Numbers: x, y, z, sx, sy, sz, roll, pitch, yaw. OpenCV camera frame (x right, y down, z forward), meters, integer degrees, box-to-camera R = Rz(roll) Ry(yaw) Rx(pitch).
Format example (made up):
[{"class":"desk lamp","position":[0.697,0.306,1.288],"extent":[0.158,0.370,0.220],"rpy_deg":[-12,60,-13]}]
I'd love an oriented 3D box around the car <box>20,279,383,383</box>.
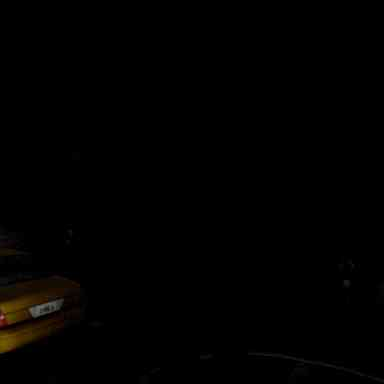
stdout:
[{"class":"car","position":[0.813,1.566,2.499],"extent":[4.313,1.339,1.947],"rpy_deg":[0,0,35]}]

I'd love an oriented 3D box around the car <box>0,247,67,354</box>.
[{"class":"car","position":[-3.826,1.525,5.800],"extent":[4.829,1.417,1.752],"rpy_deg":[0,0,35]}]
